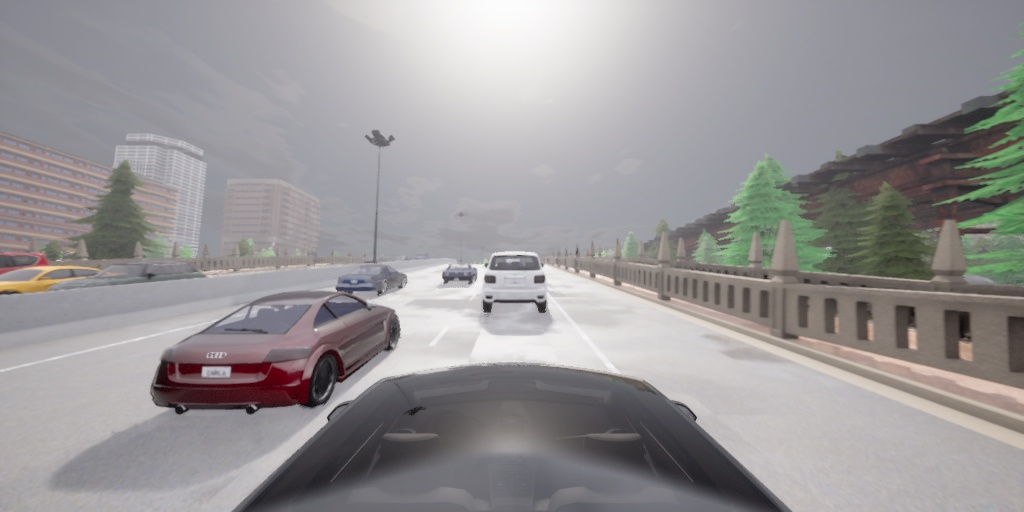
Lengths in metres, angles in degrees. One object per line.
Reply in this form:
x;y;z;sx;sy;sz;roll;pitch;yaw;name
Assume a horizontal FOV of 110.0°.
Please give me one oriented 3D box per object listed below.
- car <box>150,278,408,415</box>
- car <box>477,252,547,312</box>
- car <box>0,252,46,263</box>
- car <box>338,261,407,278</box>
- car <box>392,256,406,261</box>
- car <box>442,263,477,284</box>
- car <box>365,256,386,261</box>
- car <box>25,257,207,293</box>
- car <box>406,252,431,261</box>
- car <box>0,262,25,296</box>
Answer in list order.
-3.414;1.285;6.151;1.994;1.385;4.181;0;1;0;car
0.092;0.863;13.769;2.150;2.045;5.566;0;1;0;car
-21.107;0.868;13.416;2.150;2.045;5.566;0;1;0;car
-6.928;1.144;18.255;2.033;1.411;5.357;0;1;0;car
-17.580;0.721;57.023;2.128;1.511;4.902;0;0;1;car
-3.419;1.135;24.390;1.895;1.301;4.718;0;1;0;car
-21.079;0.776;55.371;2.033;1.411;5.357;0;0;1;car
-14.106;0.998;13.498;2.097;1.767;4.553;0;1;0;car
-14.094;0.445;55.334;2.150;2.045;5.566;0;0;0;car
-17.606;1.124;13.499;1.882;1.535;5.008;0;1;0;car
